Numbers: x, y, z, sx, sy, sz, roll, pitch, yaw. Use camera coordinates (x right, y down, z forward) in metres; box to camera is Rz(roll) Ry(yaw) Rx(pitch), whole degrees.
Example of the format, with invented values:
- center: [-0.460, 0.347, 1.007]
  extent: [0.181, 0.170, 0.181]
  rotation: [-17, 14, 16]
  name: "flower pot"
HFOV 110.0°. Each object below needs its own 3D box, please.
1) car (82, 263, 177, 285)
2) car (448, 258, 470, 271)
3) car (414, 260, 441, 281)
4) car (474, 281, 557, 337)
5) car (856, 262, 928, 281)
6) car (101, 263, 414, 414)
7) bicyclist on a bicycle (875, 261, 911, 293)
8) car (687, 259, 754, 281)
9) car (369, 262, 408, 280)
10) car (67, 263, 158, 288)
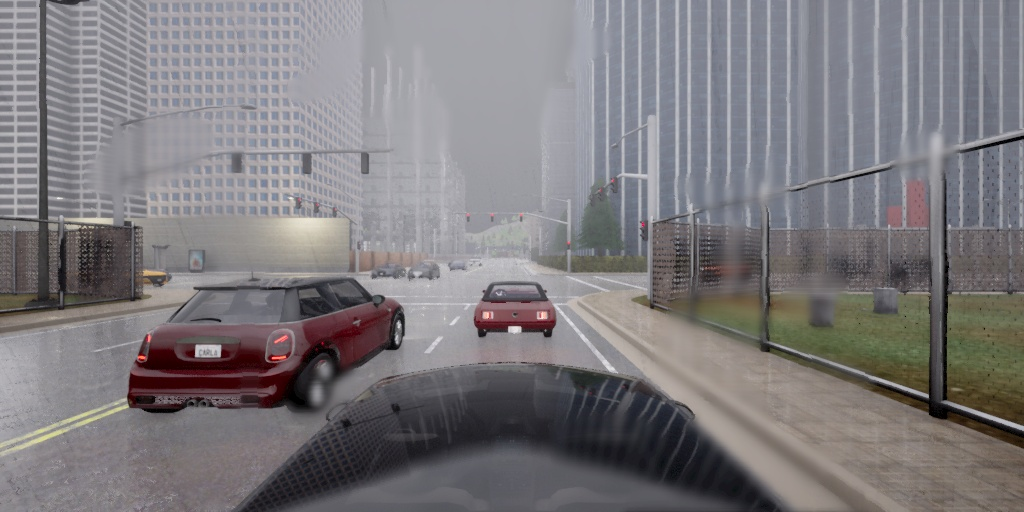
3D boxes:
- center: [-26.675, 1.220, 25.107]
  extent: [4.674, 1.442, 1.812]
  rotation: [0, 0, 0]
  name: "car"
- center: [-7.090, 1.275, 47.619]
  extent: [1.812, 1.442, 4.674]
  rotation: [0, 0, 0]
  name: "car"
- center: [-7.106, 1.213, 29.318]
  extent: [2.128, 1.511, 4.902]
  rotation: [0, 0, 0]
  name: "car"
- center: [0.077, 1.351, 10.212]
  extent: [1.895, 1.301, 4.718]
  rotation: [0, 0, 0]
  name: "car"
- center: [30.336, 1.220, 28.683]
  extent: [4.674, 1.442, 1.812]
  rotation: [0, 0, 0]
  name: "car"
- center: [-3.443, 1.102, 6.207]
  extent: [2.097, 1.767, 4.553]
  rotation: [0, 0, 0]
  name: "car"
- center: [18.801, 0.995, 17.737]
  extent: [0.582, 1.620, 1.656]
  rotation: [0, 0, 0]
  name: "bicyclist on a bicycle"
- center: [16.588, 1.046, 28.723]
  extent: [4.553, 1.767, 2.097]
  rotation: [0, 0, 0]
  name: "car"
- center: [-10.604, 1.285, 31.123]
  extent: [1.994, 1.385, 4.181]
  rotation: [0, 0, 0]
  name: "car"
- center: [-23.729, 1.172, 21.601]
  extent: [5.008, 1.535, 1.882]
  rotation: [0, 0, 0]
  name: "car"
